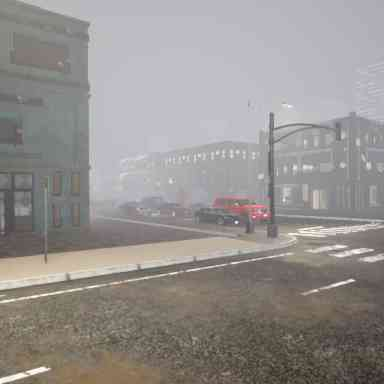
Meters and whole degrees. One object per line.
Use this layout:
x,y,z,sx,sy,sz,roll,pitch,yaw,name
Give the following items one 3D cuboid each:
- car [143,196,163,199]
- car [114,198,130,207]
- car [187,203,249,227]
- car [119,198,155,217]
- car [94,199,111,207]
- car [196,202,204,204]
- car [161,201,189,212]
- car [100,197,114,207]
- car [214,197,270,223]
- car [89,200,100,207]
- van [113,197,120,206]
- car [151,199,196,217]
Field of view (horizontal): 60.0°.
-5.917,1.657,46.629,2.150,2.045,5.566,-1,0,-35,car
-8.058,1.951,44.146,2.128,1.511,4.902,-1,0,-35,car
1.894,1.814,25.425,1.947,1.339,4.313,-1,0,-35,car
-6.048,1.846,36.806,1.967,1.590,4.097,-1,0,-35,car
-18.455,2.227,68.733,1.887,1.381,4.507,-1,0,-35,car
0.784,1.903,41.663,1.802,1.307,4.206,-2,0,-35,car
-2.421,1.965,46.174,1.802,1.307,4.206,-2,0,-35,car
-15.254,1.939,64.221,2.192,1.841,5.009,-1,0,-35,car
3.920,1.447,27.264,2.150,2.045,5.566,-1,0,-35,car
-18.294,2.268,64.052,1.895,1.301,4.718,-1,0,-36,car
-12.047,1.906,59.709,1.690,1.788,3.998,-1,0,-35,van
-2.041,1.820,35.658,1.882,1.535,5.008,-1,0,-35,car
